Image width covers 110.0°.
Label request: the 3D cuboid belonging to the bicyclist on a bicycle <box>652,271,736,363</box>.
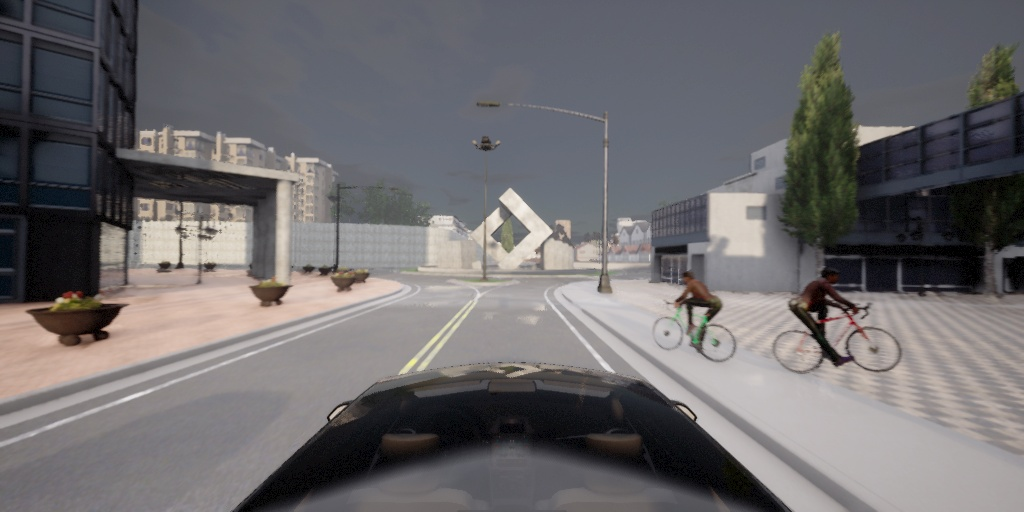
[{"bbox_3d":[3.463,1.113,6.888,0.582,1.620,1.656,10,-5,-33],"label":"bicyclist on a bicycle"}]

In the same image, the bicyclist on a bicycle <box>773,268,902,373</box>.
[{"bbox_3d":[5.019,1.017,5.698,1.656,1.620,0.582,-7,-12,18],"label":"bicyclist on a bicycle"}]
